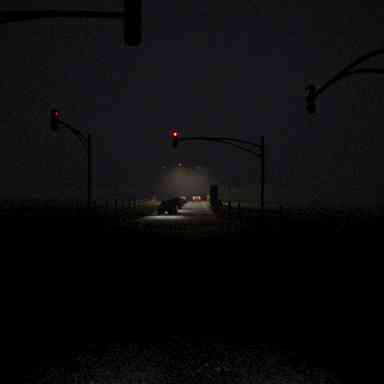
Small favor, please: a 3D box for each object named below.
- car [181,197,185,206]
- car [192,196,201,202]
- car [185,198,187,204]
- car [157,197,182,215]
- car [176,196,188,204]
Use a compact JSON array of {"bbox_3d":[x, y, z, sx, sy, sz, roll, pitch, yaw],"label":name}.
[{"bbox_3d":[-2.265,1.514,43.968,1.837,1.490,4.892,0,0,1],"label":"car"},{"bbox_3d":[1.066,1.617,75.962,1.895,1.301,4.718,0,0,1],"label":"car"},{"bbox_3d":[-2.122,1.560,53.815,2.033,1.411,5.357,0,0,1],"label":"car"},{"bbox_3d":[-2.414,1.554,34.190,2.033,1.411,5.357,0,0,0],"label":"car"},{"bbox_3d":[-1.923,1.581,63.820,1.994,1.385,4.181,0,0,2],"label":"car"}]
